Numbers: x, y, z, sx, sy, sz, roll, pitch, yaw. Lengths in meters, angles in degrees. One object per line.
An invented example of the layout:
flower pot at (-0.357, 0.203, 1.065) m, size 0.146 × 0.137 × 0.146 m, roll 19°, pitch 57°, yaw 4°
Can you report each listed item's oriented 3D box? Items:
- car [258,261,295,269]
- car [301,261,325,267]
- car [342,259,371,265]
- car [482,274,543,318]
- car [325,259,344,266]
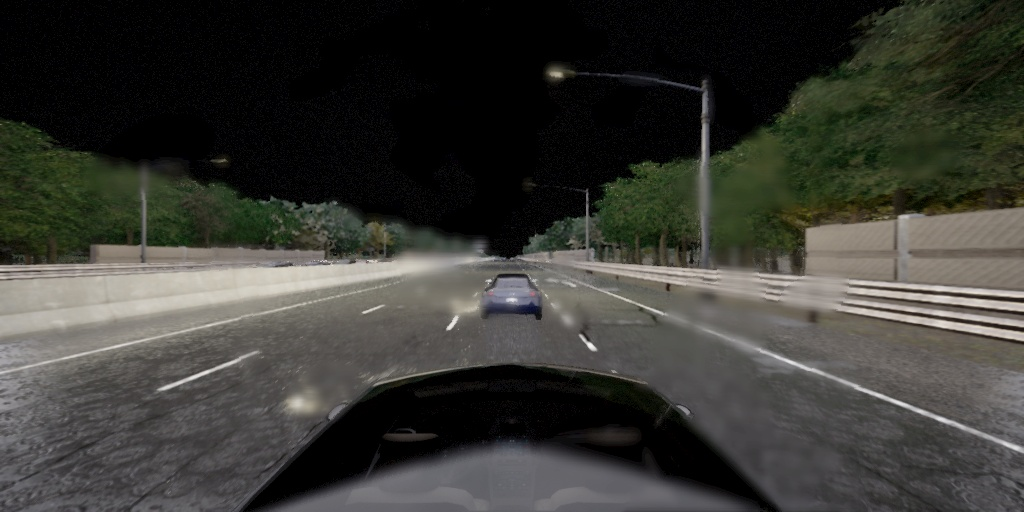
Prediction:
car at (-28.057, 1.330, 42.786) m, size 2.128 × 1.511 × 4.902 m, roll 0°, pitch 0°, yaw 0°
car at (-24.548, 1.390, 45.079) m, size 2.033 × 1.411 × 5.357 m, roll 0°, pitch 0°, yaw 1°
car at (-17.572, 1.363, 41.833) m, size 1.812 × 1.442 × 4.674 m, roll 0°, pitch 0°, yaw 0°
car at (0.018, 1.322, 12.984) m, size 1.994 × 1.385 × 4.181 m, roll 0°, pitch 0°, yaw 0°
car at (-21.054, 1.196, 45.349) m, size 2.097 × 1.767 × 4.553 m, roll 0°, pitch 0°, yaw 0°
